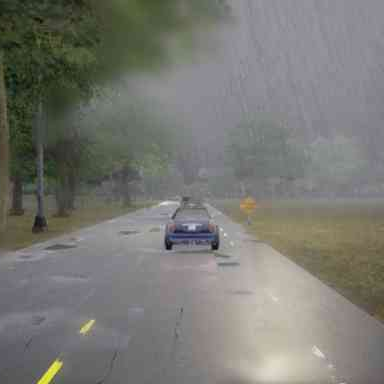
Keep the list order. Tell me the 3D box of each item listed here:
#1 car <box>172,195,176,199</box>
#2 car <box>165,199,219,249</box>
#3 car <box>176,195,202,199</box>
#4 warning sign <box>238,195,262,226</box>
[{"bbox_3d":[-3.500,1.483,76.773,2.097,1.767,4.553,0,0,0],"label":"car"},{"bbox_3d":[0.000,1.375,14.616,2.097,1.767,4.553,0,0,0],"label":"car"},{"bbox_3d":[0.000,1.288,29.677,2.150,2.045,5.566,0,0,0],"label":"car"},{"bbox_3d":[3.547,1.131,20.493,1.300,1.860,1.060,0,0,0],"label":"warning sign"}]
